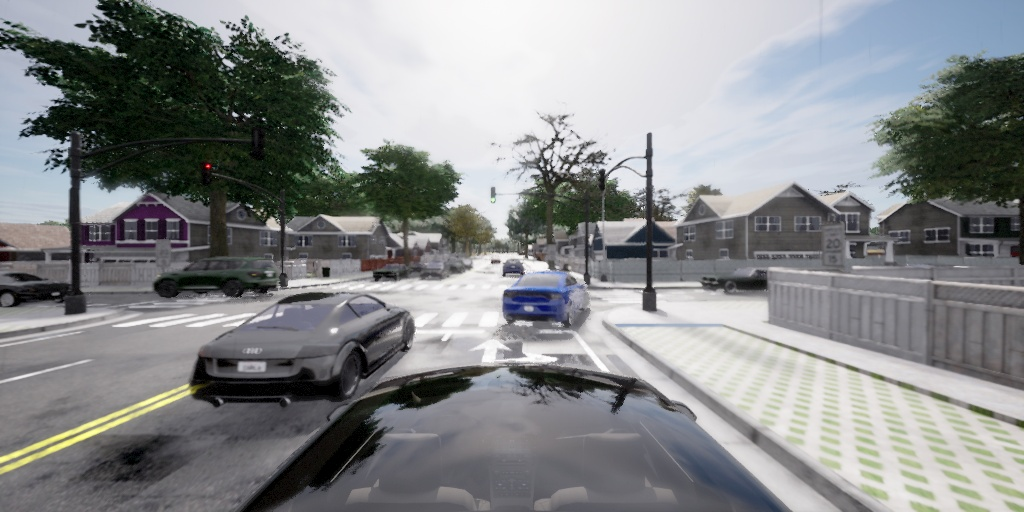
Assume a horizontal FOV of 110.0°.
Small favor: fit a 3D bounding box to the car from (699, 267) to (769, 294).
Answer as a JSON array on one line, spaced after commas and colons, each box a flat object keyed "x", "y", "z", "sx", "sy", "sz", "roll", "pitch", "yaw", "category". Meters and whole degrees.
[{"x": 12.725, "y": 1.272, "z": 19.198, "sx": 4.718, "sy": 1.301, "sz": 1.895, "roll": 0, "pitch": 0, "yaw": 1, "category": "car"}]

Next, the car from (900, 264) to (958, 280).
[{"x": 22.480, "y": 1.141, "z": 19.466, "sx": 5.357, "sy": 1.411, "sz": 2.033, "roll": 0, "pitch": 0, "yaw": -2, "category": "car"}]

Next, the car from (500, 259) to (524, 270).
[{"x": 0.106, "y": 1.084, "z": 37.144, "sx": 2.097, "sy": 1.767, "sz": 4.553, "roll": 0, "pitch": 0, "yaw": 0, "category": "car"}]

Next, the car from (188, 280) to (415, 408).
[{"x": -3.149, "y": 1.321, "z": 6.364, "sx": 1.994, "sy": 1.385, "sz": 4.181, "roll": 0, "pitch": 0, "yaw": 0, "category": "car"}]

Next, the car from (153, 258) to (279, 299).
[{"x": -15.395, "y": 1.109, "z": 18.857, "sx": 5.566, "sy": 2.045, "sz": 2.150, "roll": 0, "pitch": -1, "yaw": 1, "category": "car"}]

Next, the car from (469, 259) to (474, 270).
[{"x": -6.549, "y": 1.163, "z": 51.219, "sx": 2.033, "sy": 1.411, "sz": 5.357, "roll": 0, "pitch": 1, "yaw": 0, "category": "car"}]

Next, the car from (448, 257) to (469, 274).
[{"x": -6.574, "y": 1.068, "z": 40.940, "sx": 2.097, "sy": 1.767, "sz": 4.553, "roll": 0, "pitch": 0, "yaw": 0, "category": "car"}]

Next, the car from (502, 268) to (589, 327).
[{"x": 1.272, "y": 1.236, "z": 11.841, "sx": 1.882, "sy": 1.535, "sz": 5.008, "roll": 0, "pitch": 0, "yaw": 19, "category": "car"}]

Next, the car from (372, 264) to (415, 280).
[{"x": -9.845, "y": 1.343, "z": 29.753, "sx": 1.895, "sy": 1.301, "sz": 4.718, "roll": 0, "pitch": 0, "yaw": 0, "category": "car"}]

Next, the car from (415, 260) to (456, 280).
[{"x": -6.593, "y": 1.288, "z": 31.500, "sx": 2.033, "sy": 1.411, "sz": 5.357, "roll": 0, "pitch": 0, "yaw": 0, "category": "car"}]

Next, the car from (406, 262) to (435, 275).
[{"x": -9.834, "y": 1.326, "z": 38.916, "sx": 1.895, "sy": 1.301, "sz": 4.718, "roll": 0, "pitch": 0, "yaw": 0, "category": "car"}]

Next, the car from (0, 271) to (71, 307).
[{"x": -22.579, "y": 1.419, "z": 15.940, "sx": 5.008, "sy": 1.535, "sz": 1.882, "roll": 0, "pitch": 0, "yaw": 3, "category": "car"}]
